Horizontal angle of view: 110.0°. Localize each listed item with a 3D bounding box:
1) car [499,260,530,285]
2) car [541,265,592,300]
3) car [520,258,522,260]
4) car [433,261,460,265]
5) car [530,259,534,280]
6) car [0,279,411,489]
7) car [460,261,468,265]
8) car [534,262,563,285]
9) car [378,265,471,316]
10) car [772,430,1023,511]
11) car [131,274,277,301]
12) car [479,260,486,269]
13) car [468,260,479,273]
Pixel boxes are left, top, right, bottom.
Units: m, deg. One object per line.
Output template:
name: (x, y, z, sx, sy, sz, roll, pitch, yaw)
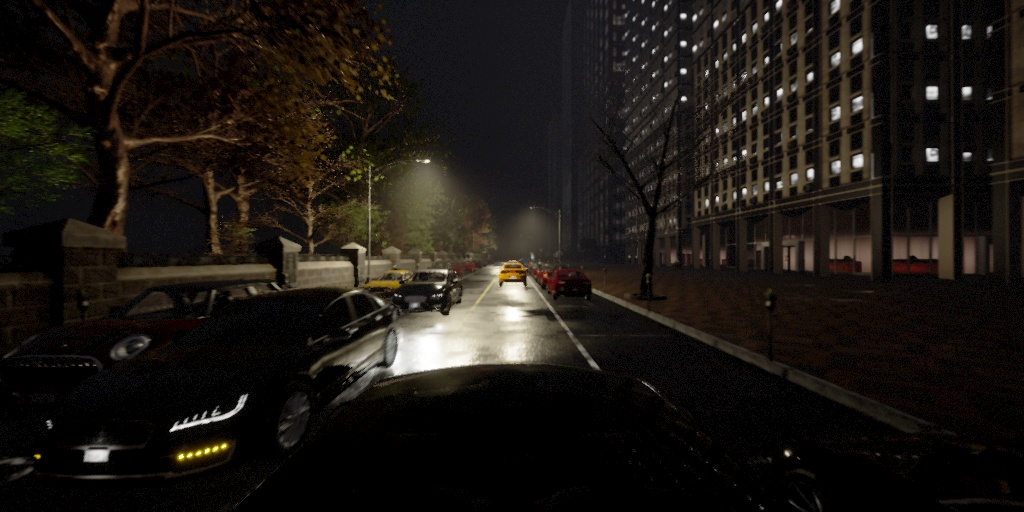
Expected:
car: (0.081, 1.252, 26.067, 1.882, 1.535, 5.008, 0, 0, 0)
car: (2.691, 1.309, 17.600, 1.888, 1.381, 4.507, 0, 0, 0)
car: (0.105, 1.332, 48.444, 1.812, 1.442, 4.674, 0, 0, 0)
car: (-5.688, 1.218, 28.864, 1.967, 1.591, 4.097, 0, 0, 0)
car: (2.692, 1.218, 28.863, 1.967, 1.591, 4.097, 0, 0, 0)
car: (-3.094, 1.259, 5.103, 1.837, 1.490, 4.892, 0, 0, 0)
car: (-5.688, 1.331, 34.497, 1.888, 1.381, 4.507, 0, 0, 0)
car: (2.691, 1.211, 23.232, 1.967, 1.591, 4.097, 0, 0, 0)
car: (-3.000, 1.252, 13.522, 2.128, 1.511, 4.902, 0, 0, 0)
car: (2.688, 1.315, 0.703, 1.948, 1.339, 4.313, 0, 0, 0)
car: (-5.692, 1.193, 6.336, 1.967, 1.591, 4.097, 0, 0, 0)
car: (-5.685, 1.367, 57.025, 1.888, 1.381, 4.507, 0, 0, 0)
car: (-5.686, 1.347, 45.761, 1.888, 1.381, 4.507, 0, 0, 0)
